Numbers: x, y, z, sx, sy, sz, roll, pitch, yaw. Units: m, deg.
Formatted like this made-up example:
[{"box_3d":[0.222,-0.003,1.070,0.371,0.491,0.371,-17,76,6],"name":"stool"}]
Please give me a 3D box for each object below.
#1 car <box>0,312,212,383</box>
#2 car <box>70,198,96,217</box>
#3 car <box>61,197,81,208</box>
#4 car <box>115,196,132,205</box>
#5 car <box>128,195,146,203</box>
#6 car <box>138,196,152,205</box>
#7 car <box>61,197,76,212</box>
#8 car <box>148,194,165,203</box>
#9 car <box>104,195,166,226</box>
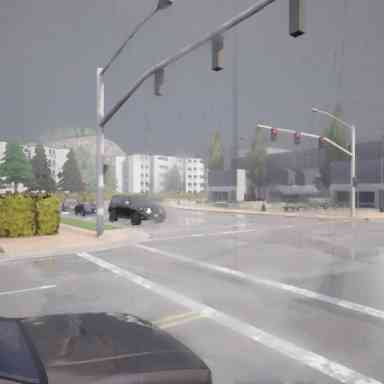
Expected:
[{"box_3d":[-2.361,1.547,2.080,5.357,1.411,2.033,0,0,-35],"name":"car"},{"box_3d":[-9.907,1.564,31.976,1.994,1.385,4.181,0,0,-34],"name":"car"},{"box_3d":[-17.891,1.491,49.284,2.128,1.511,4.902,0,0,-13],"name":"car"},{"box_3d":[-12.062,1.490,58.853,2.128,1.511,4.902,0,0,-4],"name":"car"},{"box_3d":[-11.381,1.476,68.885,1.882,1.535,5.008,0,0,14],"name":"car"},{"box_3d":[-8.632,1.503,61.169,1.837,1.490,4.892,0,0,-1],"name":"car"},{"box_3d":[-14.471,1.525,39.671,1.812,1.442,4.674,0,0,-24],"name":"car"},{"box_3d":[-7.538,1.352,70.934,2.097,1.767,4.553,0,0,17],"name":"car"},{"box_3d":[-4.105,1.223,24.056,2.150,2.045,5.566,0,0,-39],"name":"car"}]
